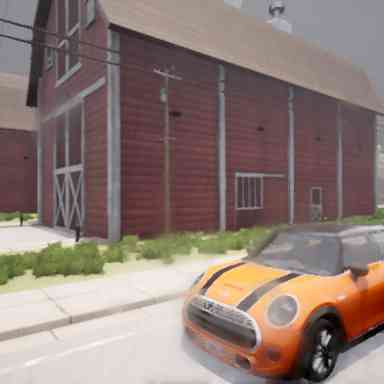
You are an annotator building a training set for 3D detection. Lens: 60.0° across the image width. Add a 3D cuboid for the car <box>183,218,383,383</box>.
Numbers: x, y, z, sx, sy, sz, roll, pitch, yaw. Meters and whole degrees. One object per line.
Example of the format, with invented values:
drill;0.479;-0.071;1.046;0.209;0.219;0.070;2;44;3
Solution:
car;2.048;1.377;5.607;4.553;1.767;2.097;0;0;-38
